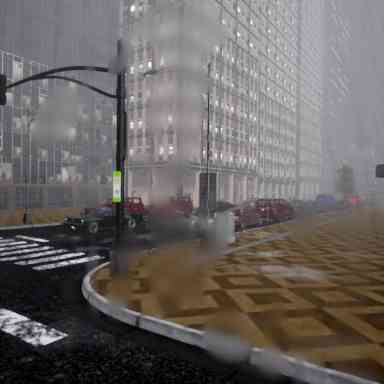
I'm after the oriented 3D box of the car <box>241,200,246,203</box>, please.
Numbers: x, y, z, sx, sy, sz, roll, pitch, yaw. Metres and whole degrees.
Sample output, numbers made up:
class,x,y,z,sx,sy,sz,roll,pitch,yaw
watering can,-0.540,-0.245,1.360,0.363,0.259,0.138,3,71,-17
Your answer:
class,x,y,z,sx,sy,sz,roll,pitch,yaw
car,7.658,1.430,42.293,1.967,1.590,4.097,1,0,35

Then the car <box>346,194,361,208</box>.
class,x,y,z,sx,sy,sz,roll,pitch,yaw
car,25.388,1.365,52.882,2.150,2.045,5.566,1,1,35

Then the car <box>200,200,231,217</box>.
class,x,y,z,sx,sy,sz,roll,pitch,yaw
car,2.172,1.489,30.147,1.882,1.535,5.008,1,1,35

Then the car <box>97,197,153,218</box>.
class,x,y,z,sx,sy,sz,roll,pitch,yaw
car,-5.498,1.274,23.794,2.192,1.841,5.009,1,0,35

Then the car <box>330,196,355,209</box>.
class,x,y,z,sx,sy,sz,roll,pitch,yaw
car,21.360,1.655,47.119,1.812,1.442,4.674,1,1,35

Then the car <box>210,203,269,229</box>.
class,x,y,z,sx,sy,sz,roll,pitch,yaw
car,3.223,1.668,22.038,1.802,1.307,4.206,1,0,35

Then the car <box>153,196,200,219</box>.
class,x,y,z,sx,sy,sz,roll,pitch,yaw
car,-1.843,1.283,28.964,2.192,1.841,5.009,1,0,35

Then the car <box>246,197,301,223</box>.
class,x,y,z,sx,sy,sz,roll,pitch,yaw
car,6.712,1.409,26.966,2.192,1.841,5.009,1,0,35

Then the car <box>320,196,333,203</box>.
class,x,y,z,sx,sy,sz,roll,pitch,yaw
car,29.832,1.616,73.548,1.802,1.307,4.206,1,1,35

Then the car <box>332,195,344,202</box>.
class,x,y,z,sx,sy,sz,roll,pitch,yaw
car,36.140,1.570,82.468,1.752,1.417,4.829,1,1,35

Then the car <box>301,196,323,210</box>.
class,x,y,z,sx,sy,sz,roll,pitch,yaw
car,15.243,1.642,43.606,1.994,1.385,4.181,1,1,35

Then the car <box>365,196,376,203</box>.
class,x,y,z,sx,sy,sz,roll,pitch,yaw
car,39.470,1.598,73.528,1.967,1.590,4.097,1,1,35

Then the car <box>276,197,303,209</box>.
class,x,y,z,sx,sy,sz,roll,pitch,yaw
car,13.595,1.529,46.185,2.128,1.511,4.902,1,0,36

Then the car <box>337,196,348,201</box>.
class,x,y,z,sx,sy,sz,roll,pitch,yaw
car,39.424,1.623,87.115,1.947,1.339,4.313,1,1,35

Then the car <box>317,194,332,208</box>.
class,x,y,z,sx,sy,sz,roll,pitch,yaw
car,20.631,1.310,51.317,2.150,2.045,5.566,1,1,35

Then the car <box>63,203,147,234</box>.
class,x,y,z,sx,sy,sz,roll,pitch,yaw
car,-5.165,1.595,19.747,1.895,1.301,4.718,1,1,35
